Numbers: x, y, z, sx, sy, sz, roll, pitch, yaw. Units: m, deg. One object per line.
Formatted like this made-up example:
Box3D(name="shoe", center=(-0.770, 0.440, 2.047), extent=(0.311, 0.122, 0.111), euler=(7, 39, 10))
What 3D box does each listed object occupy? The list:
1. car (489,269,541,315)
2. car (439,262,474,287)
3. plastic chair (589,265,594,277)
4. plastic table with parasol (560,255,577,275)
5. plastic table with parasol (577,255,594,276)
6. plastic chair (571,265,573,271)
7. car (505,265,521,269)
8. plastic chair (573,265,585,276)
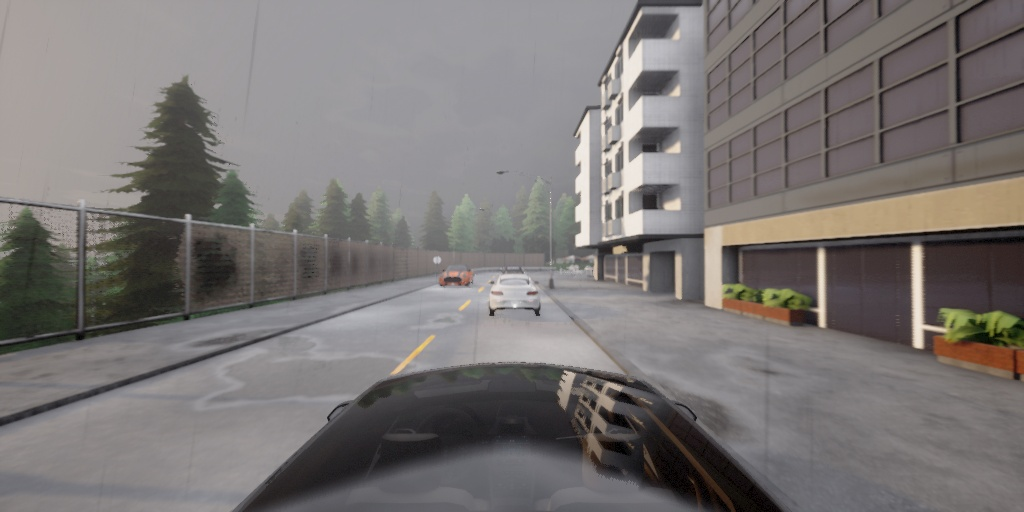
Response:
Box3D(name="car", center=(0.097, 1.412, 14.099), extent=(1.812, 1.442, 4.674), euler=(0, -1, 0))
Box3D(name="car", center=(-4.101, 1.380, 27.080), extent=(2.097, 1.767, 4.553), euler=(0, -1, 0))
Box3D(name="plastic chair", center=(9.252, 1.701, 40.009), extent=(0.750, 1.272, 0.730), euler=(0, 0, 10))
Box3D(name="plastic table with parasol", center=(7.779, 1.160, 45.748), extent=(2.482, 2.480, 2.482), euler=(0, 0, 0))
Box3D(name="plastic table with parasol", center=(9.241, 1.112, 41.439), extent=(2.482, 2.480, 2.482), euler=(0, 0, 0))
Box3D(name="plastic chair", center=(8.000, 1.748, 44.338), extent=(0.750, 1.272, 0.730), euler=(0, 0, 10))
Box3D(name="car", center=(0.098, 1.573, 31.868), extent=(2.128, 1.511, 4.902), euler=(0, -1, 0))
Box3D(name="plastic chair", center=(7.761, 1.718, 41.628), extent=(0.730, 1.272, 0.750), euler=(0, 0, 10))
